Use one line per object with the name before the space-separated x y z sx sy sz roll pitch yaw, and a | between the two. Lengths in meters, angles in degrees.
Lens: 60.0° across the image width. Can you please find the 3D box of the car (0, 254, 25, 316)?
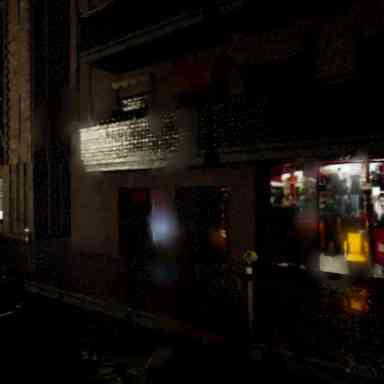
car | -4.897 1.580 6.285 4.403 1.369 2.008 0 0 35
